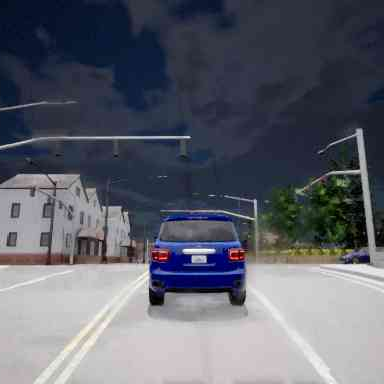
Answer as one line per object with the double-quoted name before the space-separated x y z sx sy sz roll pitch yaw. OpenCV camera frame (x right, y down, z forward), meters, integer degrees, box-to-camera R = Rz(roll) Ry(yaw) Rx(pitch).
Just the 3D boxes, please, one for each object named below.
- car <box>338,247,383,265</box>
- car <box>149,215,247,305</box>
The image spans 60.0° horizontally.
"car" 15.449 5.654 29.567 4.553 1.767 2.097 0 -12 1
"car" 0.085 1.759 9.276 2.150 2.045 5.566 0 -7 -1
